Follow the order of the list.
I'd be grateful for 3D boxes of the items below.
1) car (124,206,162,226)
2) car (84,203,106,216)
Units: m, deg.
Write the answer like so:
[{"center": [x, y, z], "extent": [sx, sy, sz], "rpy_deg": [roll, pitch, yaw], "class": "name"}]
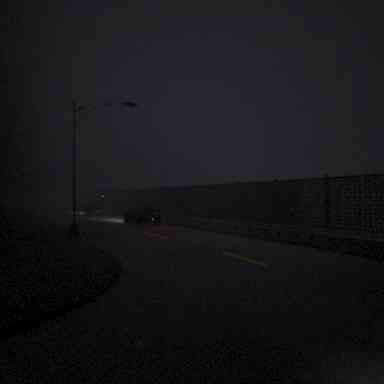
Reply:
[{"center": [-4.082, 1.862, 26.963], "extent": [2.128, 1.511, 4.902], "rpy_deg": [0, -1, -29], "class": "car"}, {"center": [-12.194, 2.109, 41.651], "extent": [2.128, 1.511, 4.902], "rpy_deg": [0, -1, -29], "class": "car"}]
